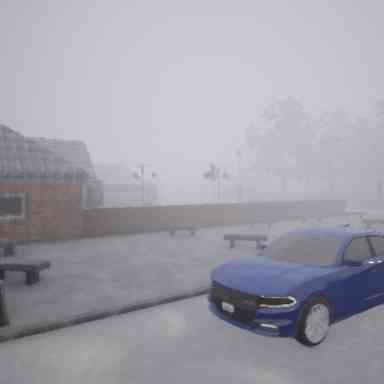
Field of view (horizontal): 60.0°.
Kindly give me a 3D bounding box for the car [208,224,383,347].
[{"bbox_3d":[2.569,1.440,6.442,5.008,1.535,1.882,0,0,-36],"label":"car"}]
